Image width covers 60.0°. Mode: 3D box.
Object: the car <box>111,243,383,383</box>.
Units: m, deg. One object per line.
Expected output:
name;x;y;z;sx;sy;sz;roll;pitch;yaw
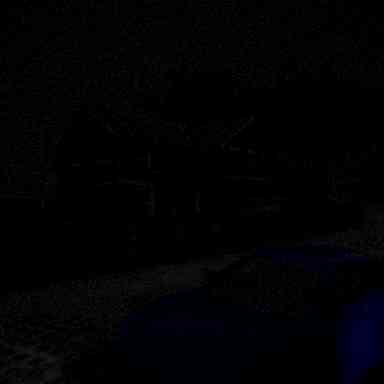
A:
car;1.402;1.519;4.452;5.008;1.535;1.882;1;-1;-40

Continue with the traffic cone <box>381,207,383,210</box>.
traffic cone;28.181;2.428;49.392;0.340;0.580;0.340;0;0;12
